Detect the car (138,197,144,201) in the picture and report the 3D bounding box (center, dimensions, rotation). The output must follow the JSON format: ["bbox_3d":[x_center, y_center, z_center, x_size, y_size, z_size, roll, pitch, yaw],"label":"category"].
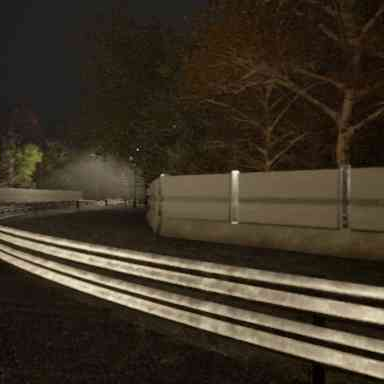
[{"bbox_3d":[-12.334,1.941,83.521,2.097,1.767,4.553,0,-1,7],"label":"car"}]
